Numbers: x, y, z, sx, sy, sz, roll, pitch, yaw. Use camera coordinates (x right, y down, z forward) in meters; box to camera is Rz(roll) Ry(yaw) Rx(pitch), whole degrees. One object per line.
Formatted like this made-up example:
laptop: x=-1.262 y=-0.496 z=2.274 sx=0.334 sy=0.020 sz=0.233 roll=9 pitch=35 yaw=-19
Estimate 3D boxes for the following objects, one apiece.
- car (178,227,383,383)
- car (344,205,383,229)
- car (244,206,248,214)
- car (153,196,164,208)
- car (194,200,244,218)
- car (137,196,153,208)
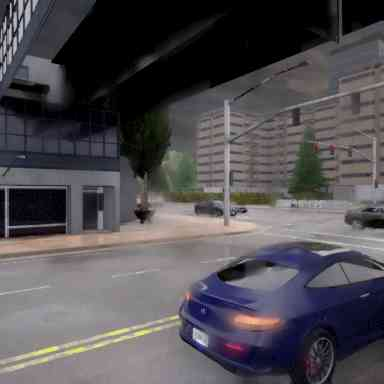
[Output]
car: x=1.980 y=1.526 z=5.210 sx=4.674 sy=1.442 sz=1.812 roll=0 pitch=0 yaw=-35
car: x=10.918 y=1.492 z=18.241 sx=2.128 sy=1.511 sz=4.902 roll=0 pitch=0 yaw=-36
car: x=3.710 y=1.564 z=34.028 sx=1.994 sy=1.385 sz=4.181 roll=0 pitch=0 yaw=-36
car: x=-5.835 y=1.351 z=47.259 sx=2.097 sy=1.767 sz=4.553 roll=0 pitch=0 yaw=-36
car: x=2.113 y=1.505 z=30.266 sx=1.837 sy=1.490 sz=4.892 roll=0 pitch=0 yaw=-36
car: x=-7.500 y=1.478 z=43.580 sx=1.882 sy=1.535 sz=5.008 roll=0 pitch=0 yaw=-36
